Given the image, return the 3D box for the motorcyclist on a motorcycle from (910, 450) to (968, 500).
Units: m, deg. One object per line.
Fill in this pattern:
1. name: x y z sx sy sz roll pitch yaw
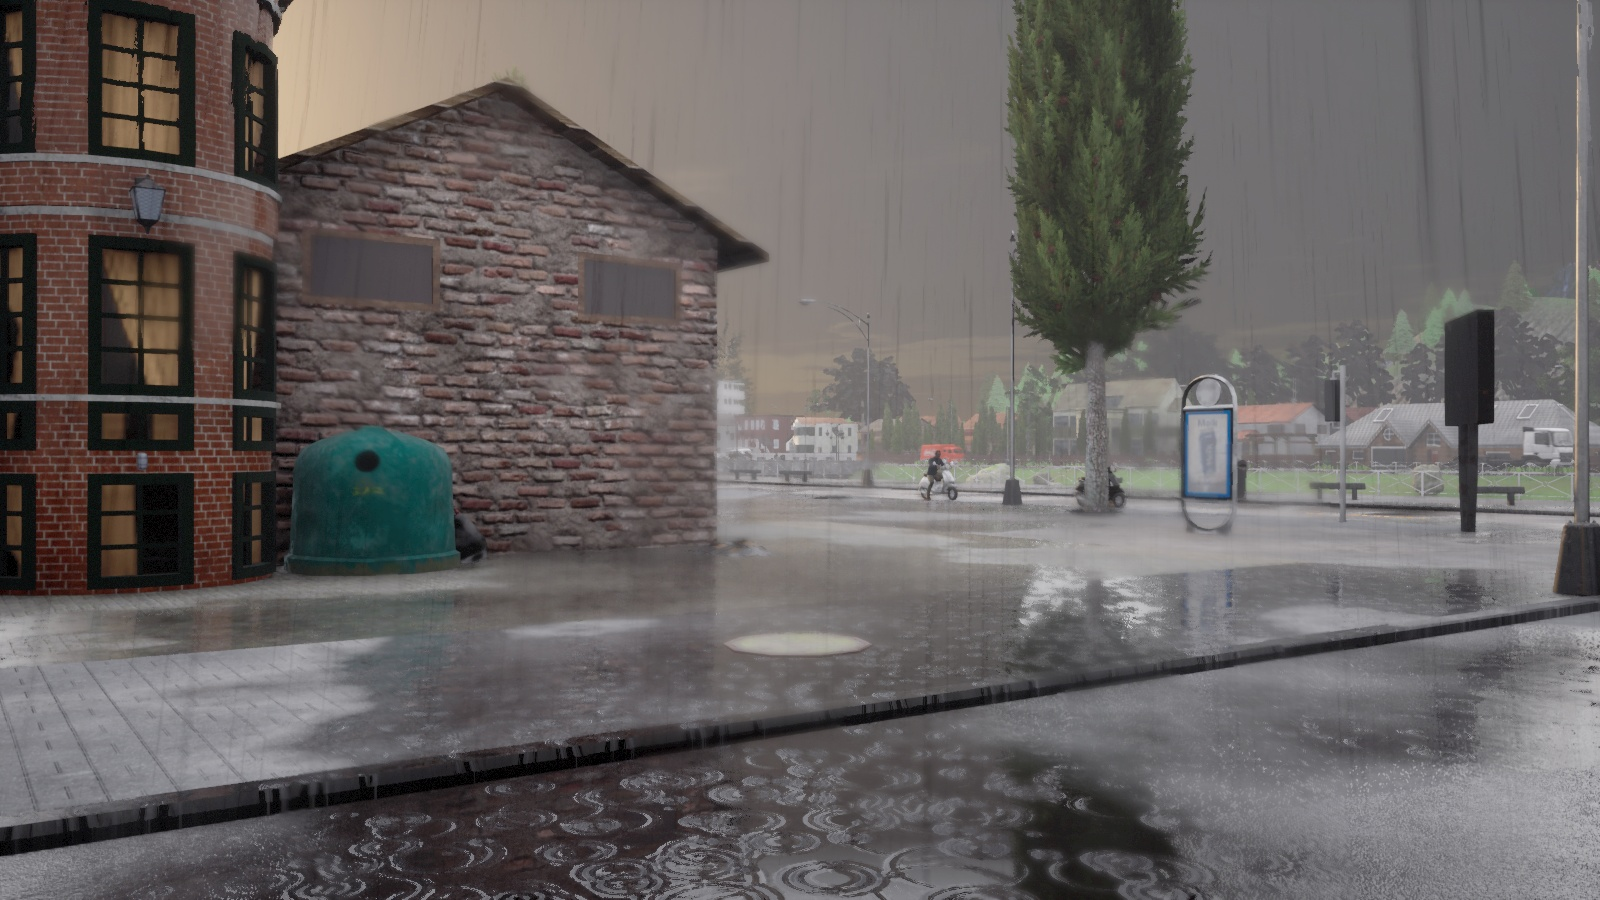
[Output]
1. motorcyclist on a motorcycle: 4.438 0.787 40.317 0.866 1.590 1.817 0 0 -35

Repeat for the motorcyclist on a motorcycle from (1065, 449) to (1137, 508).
1. motorcyclist on a motorcycle: 8.313 0.766 34.761 0.866 1.590 1.817 0 0 -35
